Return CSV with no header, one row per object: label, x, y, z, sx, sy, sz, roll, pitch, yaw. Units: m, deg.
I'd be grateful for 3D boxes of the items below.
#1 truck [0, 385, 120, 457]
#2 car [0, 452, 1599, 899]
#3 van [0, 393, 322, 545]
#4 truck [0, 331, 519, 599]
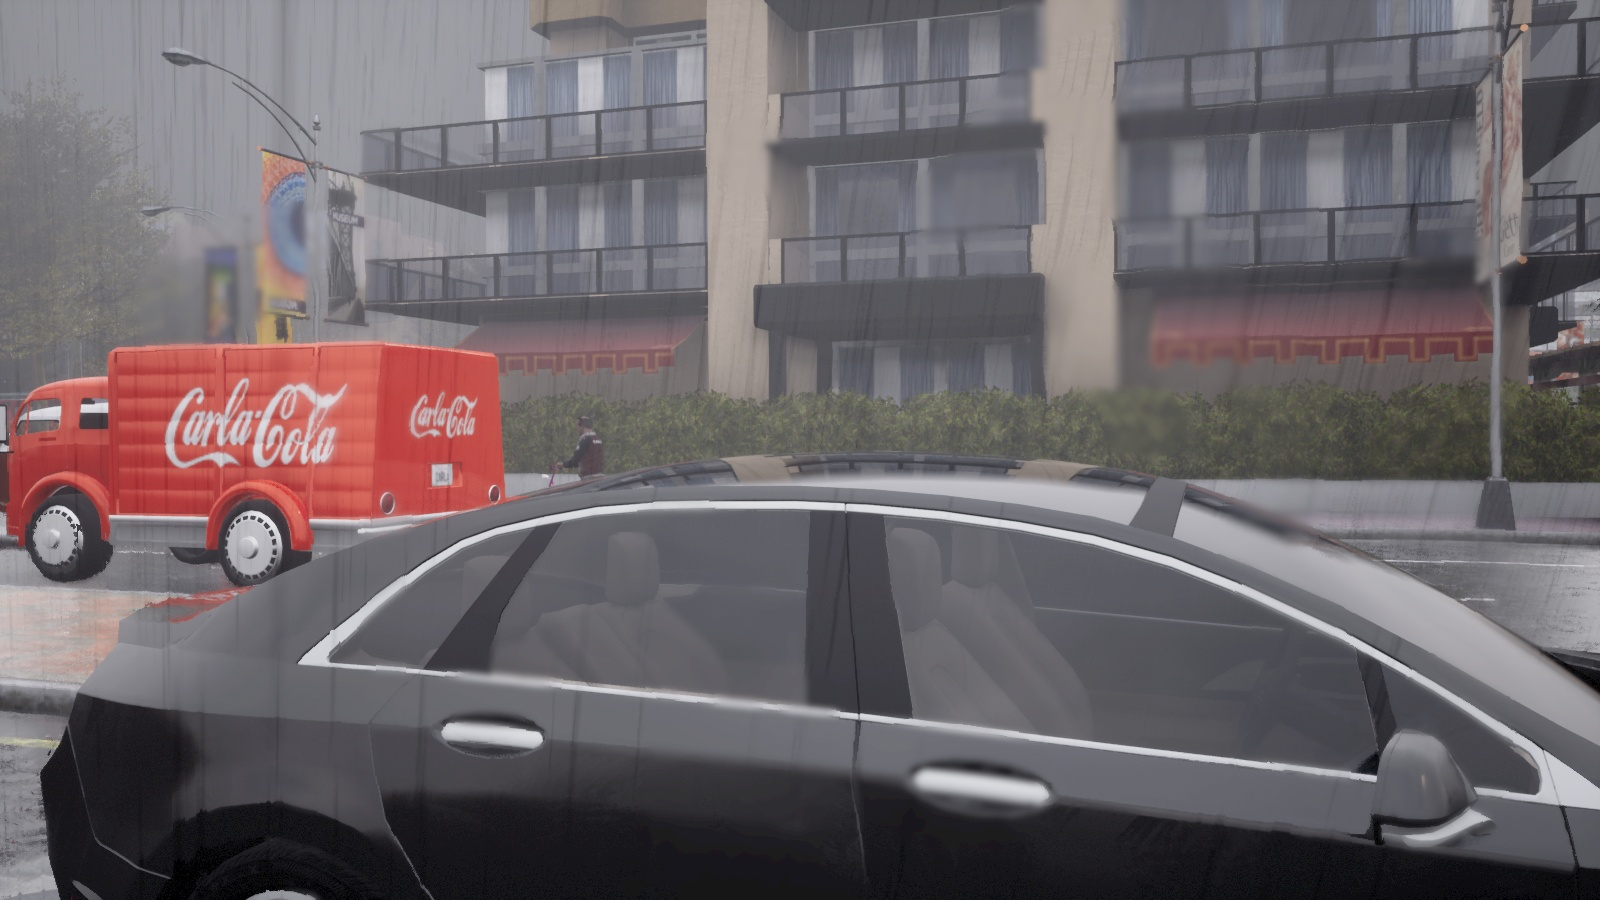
truck,-42.201,-1.612,69.671,8.468,3.827,2.891,1,1,19
car,0.540,0.785,3.011,4.892,1.490,1.837,1,1,19
van,-9.596,0.218,18.508,4.480,2.038,2.069,1,1,19
truck,-6.039,0.099,13.653,5.204,2.467,2.627,1,1,19
